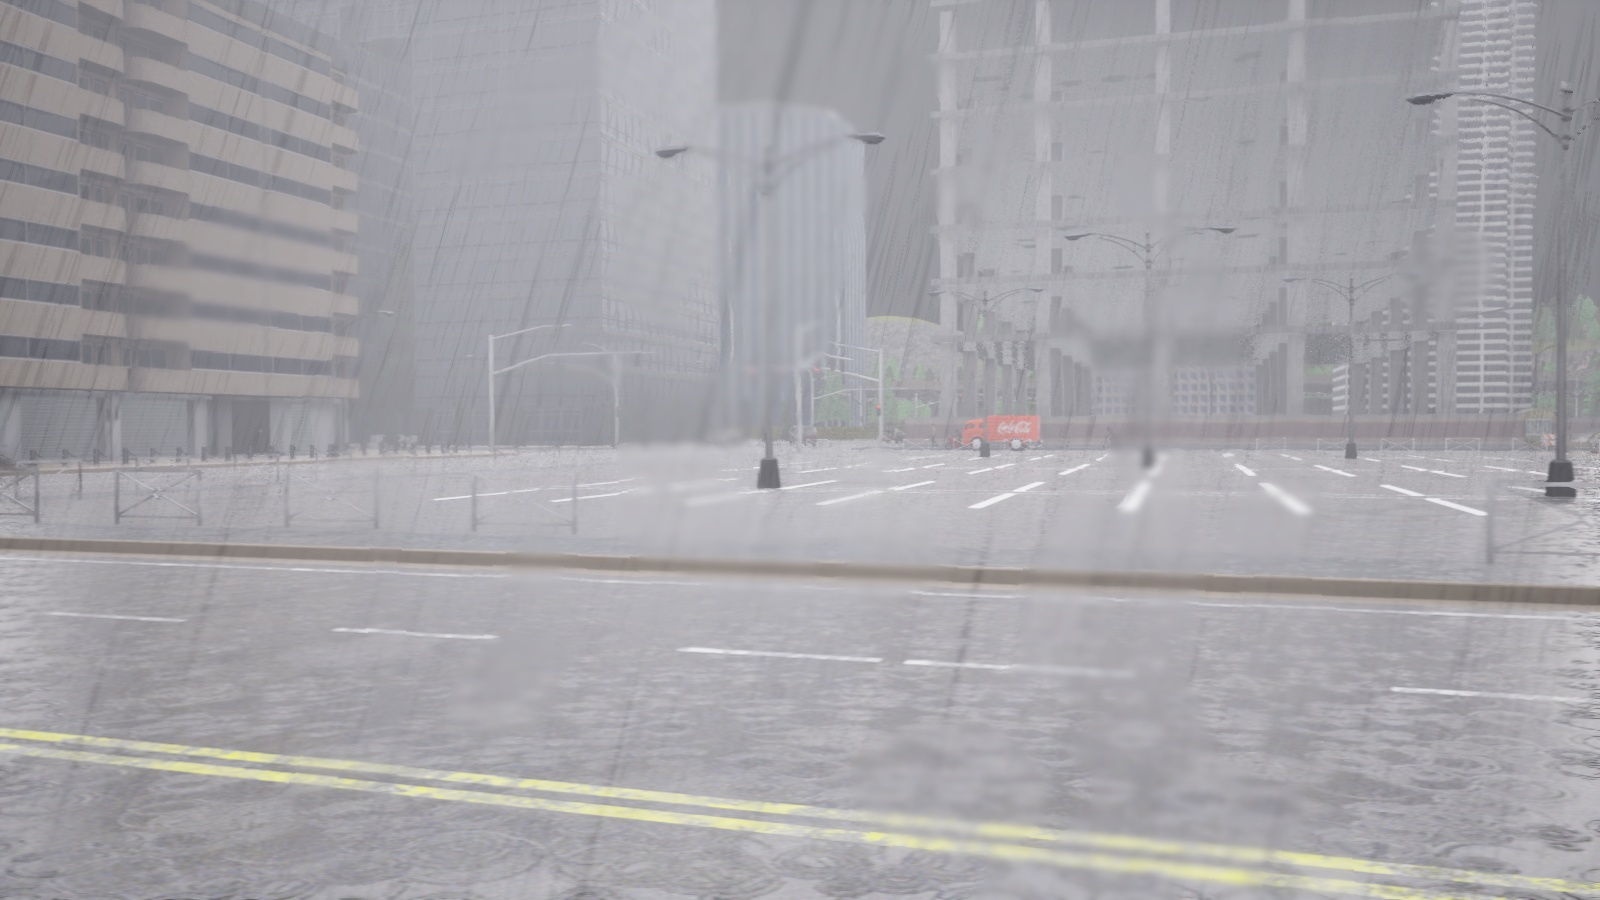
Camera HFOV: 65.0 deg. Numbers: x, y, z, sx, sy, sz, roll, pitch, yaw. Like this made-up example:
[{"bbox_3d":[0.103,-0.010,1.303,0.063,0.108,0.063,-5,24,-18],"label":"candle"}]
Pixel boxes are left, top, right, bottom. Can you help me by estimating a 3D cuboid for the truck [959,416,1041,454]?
[{"bbox_3d":[13.640,-1.036,85.664,5.204,2.467,2.627,0,1,17],"label":"truck"}]
